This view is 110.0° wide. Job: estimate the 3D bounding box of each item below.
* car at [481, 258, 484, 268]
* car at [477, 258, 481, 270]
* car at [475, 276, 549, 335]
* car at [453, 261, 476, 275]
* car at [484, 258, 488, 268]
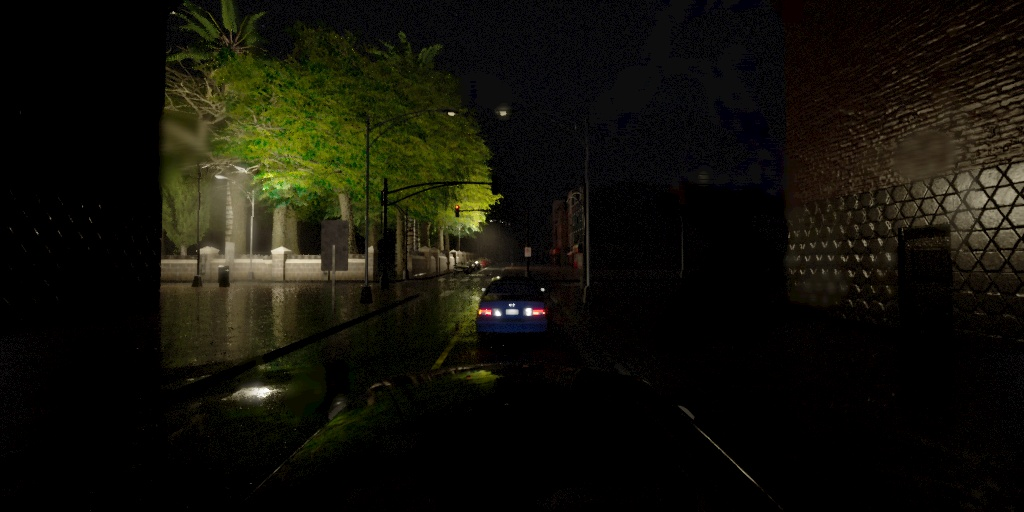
[{"bbox_3d":[-5.560,1.371,52.441,1.948,1.339,4.313,0,0,0],"label":"car"},{"bbox_3d":[-5.521,1.345,46.991,2.007,1.370,4.403,0,0,0],"label":"car"},{"bbox_3d":[0.026,1.301,10.532,2.033,1.411,5.357,0,0,1],"label":"car"},{"bbox_3d":[-5.496,1.333,39.855,2.007,1.370,4.403,0,0,0],"label":"car"},{"bbox_3d":[-5.639,1.417,63.340,1.802,1.307,4.207,0,0,0],"label":"car"}]
